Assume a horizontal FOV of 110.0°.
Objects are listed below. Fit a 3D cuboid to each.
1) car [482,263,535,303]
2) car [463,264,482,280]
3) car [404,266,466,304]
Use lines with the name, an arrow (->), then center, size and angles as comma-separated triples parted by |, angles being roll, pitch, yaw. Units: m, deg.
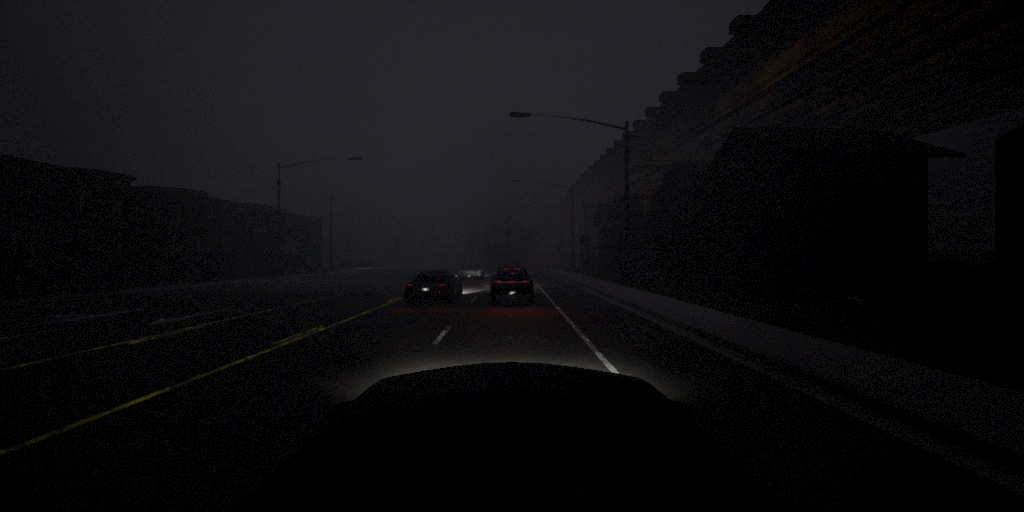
car -> 0.000, 1.242, 16.500 | 2.128, 1.511, 4.902 | 0, 0, 0
car -> -3.500, 1.364, 31.530 | 1.895, 1.301, 4.718 | 0, 0, 0
car -> -3.500, 1.319, 16.500 | 1.994, 1.385, 4.181 | 0, 0, 0
